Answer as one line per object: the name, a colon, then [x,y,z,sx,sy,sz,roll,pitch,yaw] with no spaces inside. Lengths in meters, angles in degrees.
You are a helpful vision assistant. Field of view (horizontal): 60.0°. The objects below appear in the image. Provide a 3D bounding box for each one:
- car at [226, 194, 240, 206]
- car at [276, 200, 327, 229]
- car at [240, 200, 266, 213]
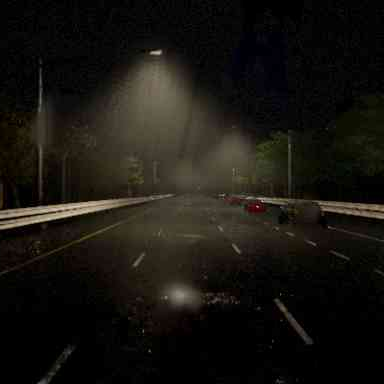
car: [7.131,1.534,55.639,1.812,1.442,4.674,0,0,0]
car: [7.022,1.353,21.818,2.097,1.767,4.553,0,0,0]
car: [7.069,1.568,37.759,1.994,1.385,4.181,0,0,0]
